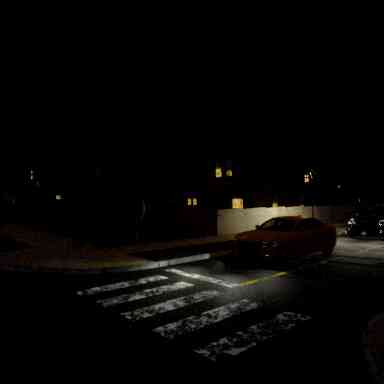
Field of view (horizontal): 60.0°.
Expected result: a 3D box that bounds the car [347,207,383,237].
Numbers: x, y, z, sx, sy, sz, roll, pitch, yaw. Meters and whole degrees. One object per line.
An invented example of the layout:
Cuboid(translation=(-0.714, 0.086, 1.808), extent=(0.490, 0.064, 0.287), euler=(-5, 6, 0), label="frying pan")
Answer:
Cuboid(translation=(10.719, 1.637, 19.102), extent=(4.553, 1.767, 2.097), euler=(1, -2, -42), label="car")

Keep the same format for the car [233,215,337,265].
Cuboid(translation=(3.666, 1.666, 12.682), extent=(5.008, 1.535, 1.882), euler=(1, -2, -42), label="car")
